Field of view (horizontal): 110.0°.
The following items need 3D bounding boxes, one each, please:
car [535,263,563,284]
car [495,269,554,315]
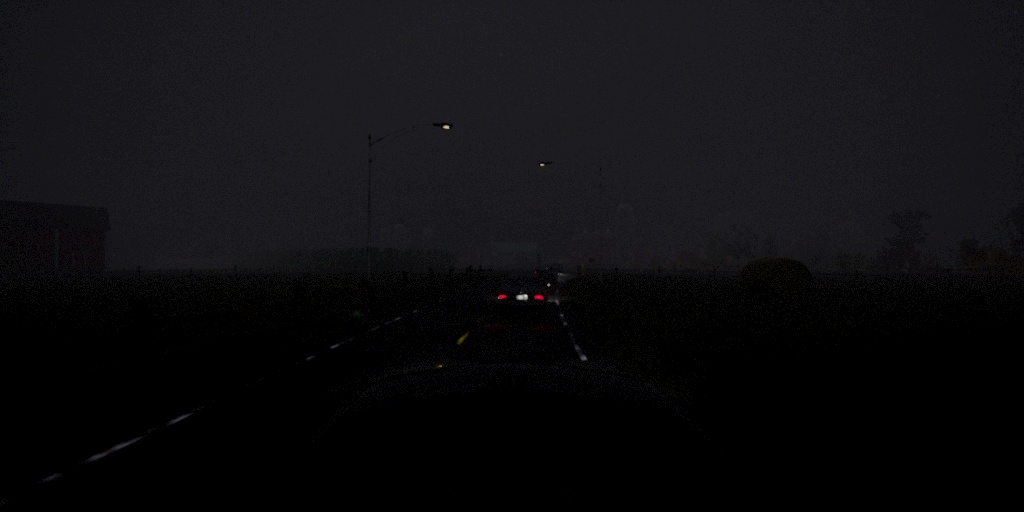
[{"bbox_3d":[2.766,1.522,29.852,2.128,1.511,4.902,0,0,12],"label":"car"},{"bbox_3d":[0.514,1.419,14.171,2.033,1.411,5.357,0,-1,5],"label":"car"}]
